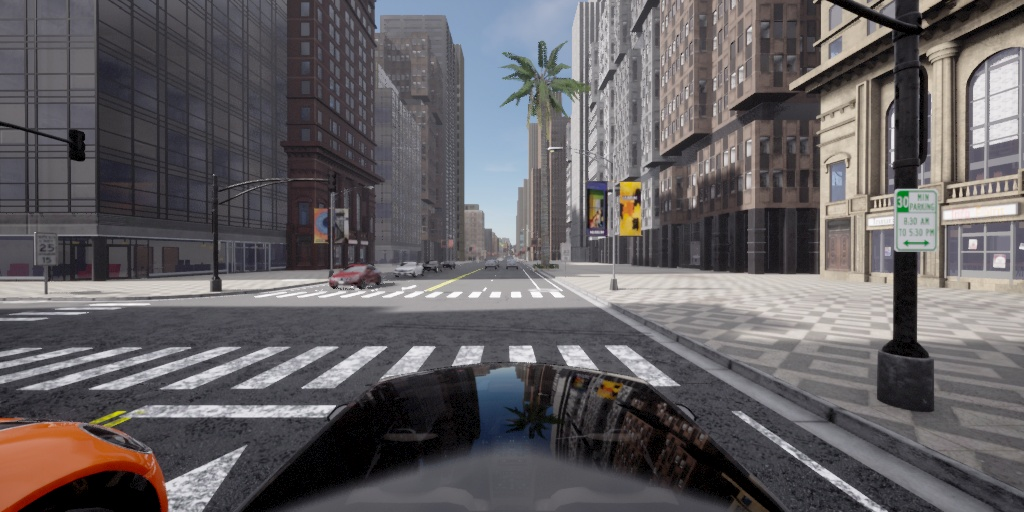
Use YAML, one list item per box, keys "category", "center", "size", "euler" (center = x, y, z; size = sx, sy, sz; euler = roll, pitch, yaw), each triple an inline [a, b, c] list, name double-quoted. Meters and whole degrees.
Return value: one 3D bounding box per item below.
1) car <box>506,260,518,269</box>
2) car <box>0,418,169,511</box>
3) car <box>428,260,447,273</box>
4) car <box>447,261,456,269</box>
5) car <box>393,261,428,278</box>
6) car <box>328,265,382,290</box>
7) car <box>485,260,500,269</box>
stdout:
- category: "car"
  center: [0.014, 1.335, 55.747]
  size: [2.033, 1.411, 5.357]
  euler: [0, 0, 0]
- category: "car"
  center: [-3.150, 1.102, 0.269]
  size: [2.097, 1.767, 4.553]
  euler: [0, 0, 0]
- category: "car"
  center: [-9.836, 1.274, 44.536]
  size: [1.837, 1.490, 4.892]
  euler: [0, 0, 0]
- category: "car"
  center: [-9.791, 1.386, 54.836]
  size: [1.895, 1.301, 4.718]
  euler: [0, 0, 0]
- category: "car"
  center: [-9.841, 1.285, 34.441]
  size: [1.812, 1.442, 4.674]
  euler: [0, 0, 0]
- category: "car"
  center: [-9.838, 1.280, 22.987]
  size: [1.812, 1.442, 4.674]
  euler: [0, 0, 0]
- category: "car"
  center: [-3.236, 1.335, 55.749]
  size: [2.033, 1.411, 5.357]
  euler: [0, 0, 0]
